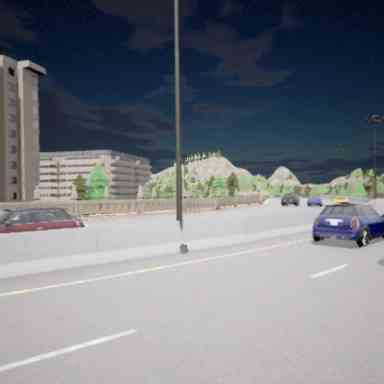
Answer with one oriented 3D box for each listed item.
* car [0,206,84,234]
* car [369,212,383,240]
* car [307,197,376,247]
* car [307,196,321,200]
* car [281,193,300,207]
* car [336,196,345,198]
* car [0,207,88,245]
[{"bbox_3d":[-6.568,1.384,12.439,4.553,1.767,2.097,0,0,-38],"label":"car"},{"bbox_3d":[7.769,1.422,10.602,4.902,1.511,2.128,0,0,-43],"label":"car"},{"bbox_3d":[7.322,1.286,15.027,4.553,1.767,2.097,0,0,-44],"label":"car"},{"bbox_3d":[17.754,1.373,47.999,1.882,1.535,5.008,-1,0,25],"label":"car"},{"bbox_3d":[14.919,1.156,50.140,2.150,2.045,5.566,-1,-1,25],"label":"car"},{"bbox_3d":[20.679,1.337,46.044,1.882,1.535,5.008,-1,0,25],"label":"car"},{"bbox_3d":[-7.611,1.563,16.004,4.674,1.442,1.812,0,0,-39],"label":"car"}]
